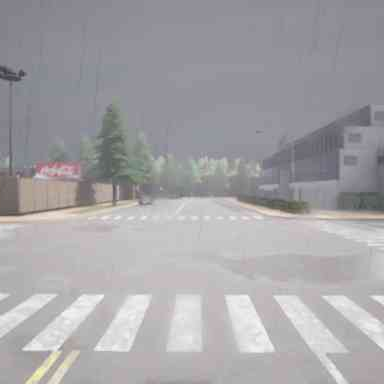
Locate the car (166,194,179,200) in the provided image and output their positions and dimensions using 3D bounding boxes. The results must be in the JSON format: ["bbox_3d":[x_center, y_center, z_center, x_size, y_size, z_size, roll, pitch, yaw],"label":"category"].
[{"bbox_3d":[-4.442,1.135,75.442,1.994,1.385,4.181,0,0,14],"label":"car"}]

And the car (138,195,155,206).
[{"bbox_3d":[-6.622,1.273,48.809,2.128,1.511,4.902,0,1,1],"label":"car"}]
